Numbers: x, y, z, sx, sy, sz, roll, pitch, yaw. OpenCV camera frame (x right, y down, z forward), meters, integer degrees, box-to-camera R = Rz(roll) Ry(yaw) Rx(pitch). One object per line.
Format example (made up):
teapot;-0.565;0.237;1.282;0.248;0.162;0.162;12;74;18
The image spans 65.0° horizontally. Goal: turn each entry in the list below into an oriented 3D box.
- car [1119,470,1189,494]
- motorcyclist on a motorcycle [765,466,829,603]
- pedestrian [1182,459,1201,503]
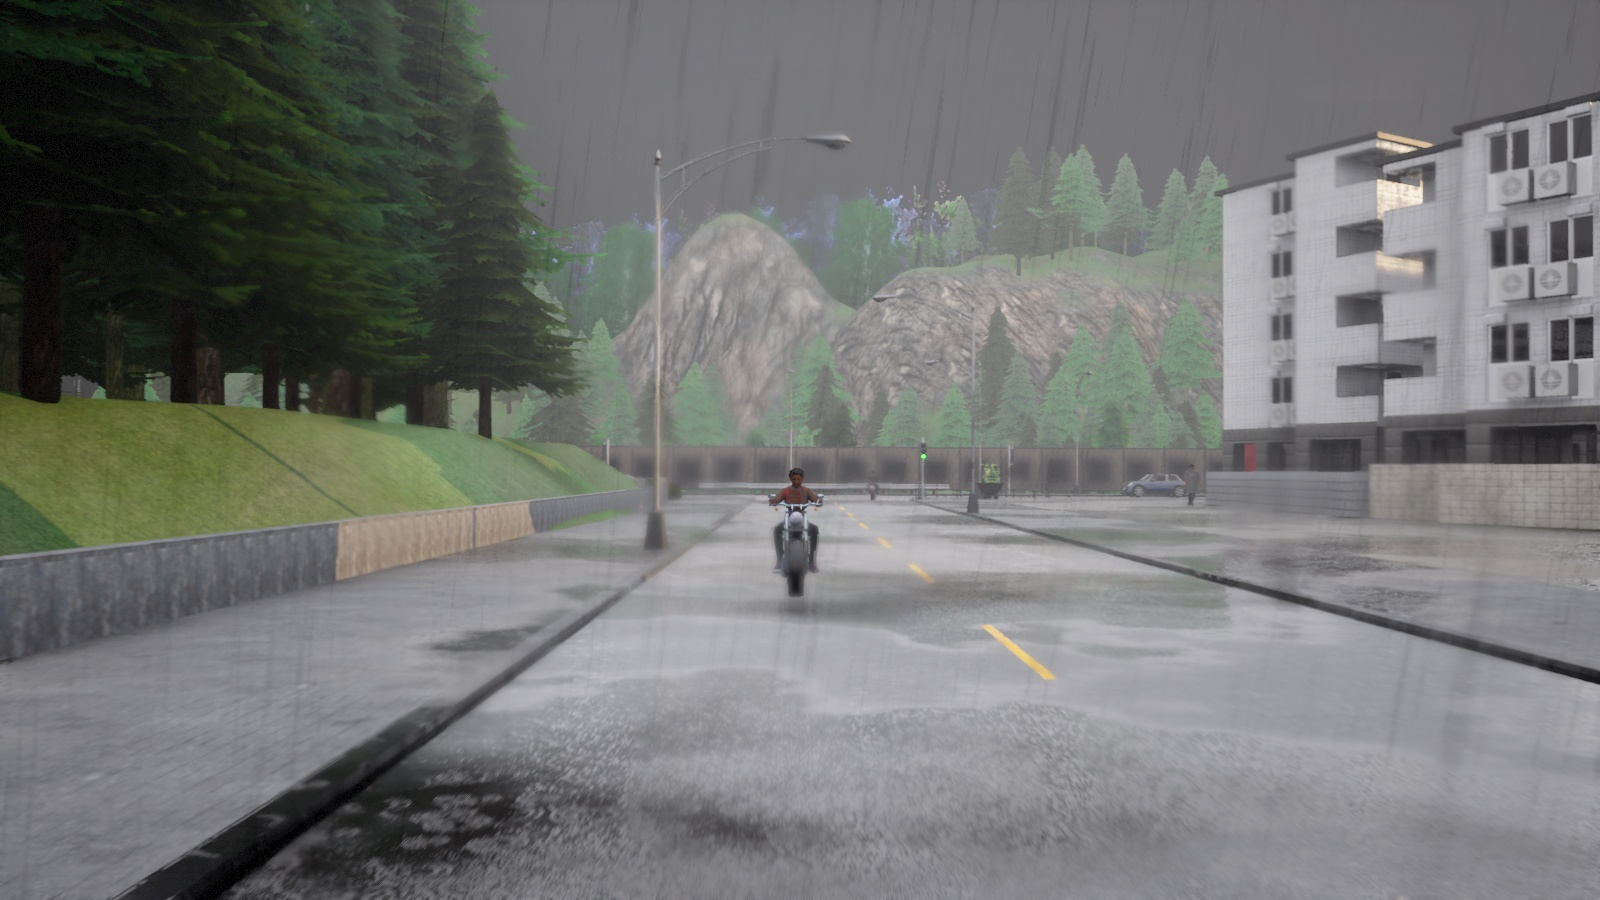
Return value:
car;22.189;2.011;78.831;3.806;1.475;1.970;0;-1;0
motorcyclist on a motorcycle;-0.038;1.040;16.397;0.766;1.649;2.350;0;-1;0
pedestrian;17.435;1.390;55.888;0.659;1.952;0.873;0;-1;9
